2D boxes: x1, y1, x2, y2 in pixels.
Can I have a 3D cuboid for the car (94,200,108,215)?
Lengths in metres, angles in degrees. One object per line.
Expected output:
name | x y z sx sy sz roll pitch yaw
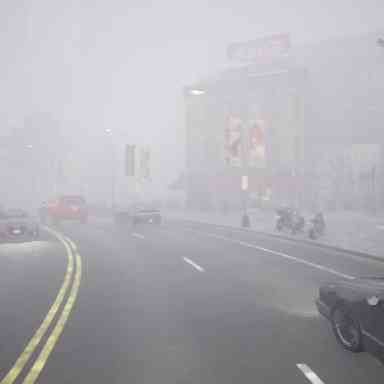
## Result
car | -8.973 1.534 33.447 4.674 1.452 2.002 0 0 44

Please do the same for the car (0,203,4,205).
car | -21.953 1.514 35.307 5.008 1.535 1.882 0 0 33

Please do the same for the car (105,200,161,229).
car | -3.742 1.497 21.940 2.128 1.511 4.902 0 0 -32

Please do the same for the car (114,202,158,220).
car | -5.007 1.602 29.309 1.895 1.301 4.718 0 0 -36

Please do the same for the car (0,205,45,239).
car | -8.821 1.578 16.550 1.994 1.385 4.181 0 0 -31

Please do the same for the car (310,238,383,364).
car | 3.252 1.541 3.168 2.033 1.411 5.357 0 0 -7

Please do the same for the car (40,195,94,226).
car | -9.395 1.233 24.067 2.150 2.045 5.566 0 -1 -38
